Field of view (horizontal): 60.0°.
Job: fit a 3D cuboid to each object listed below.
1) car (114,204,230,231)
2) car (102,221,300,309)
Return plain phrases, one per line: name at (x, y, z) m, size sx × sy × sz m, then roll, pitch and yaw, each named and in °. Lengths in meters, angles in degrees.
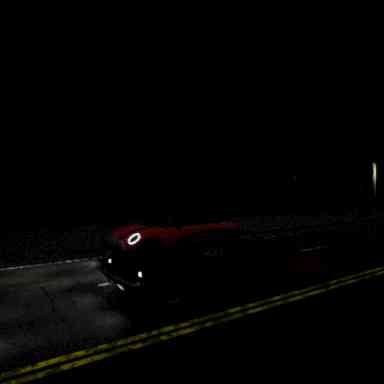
car at (-0.591, 1.328, 11.248) m, size 4.553 × 1.767 × 2.097 m, roll 0°, pitch 0°, yaw -36°
car at (0.375, 1.581, 7.945) m, size 4.718 × 1.301 × 1.895 m, roll 0°, pitch 0°, yaw -35°
